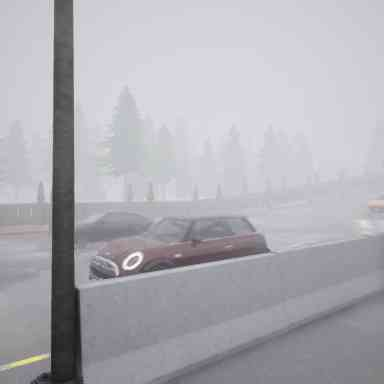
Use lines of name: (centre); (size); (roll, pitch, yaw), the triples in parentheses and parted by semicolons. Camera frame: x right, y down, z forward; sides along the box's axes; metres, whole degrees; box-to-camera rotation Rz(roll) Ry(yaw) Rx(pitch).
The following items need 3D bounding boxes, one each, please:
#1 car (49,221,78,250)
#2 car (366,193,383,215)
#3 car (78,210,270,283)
car: (-3.666, 1.527, 14.444); (4.674, 1.442, 1.812); (0, 0, -38)
car: (14.325, 0.751, 23.733); (5.008, 1.535, 1.882); (-5, 3, -37)
car: (-0.159, 1.351, 8.313); (4.553, 1.767, 2.097); (0, 0, -38)
